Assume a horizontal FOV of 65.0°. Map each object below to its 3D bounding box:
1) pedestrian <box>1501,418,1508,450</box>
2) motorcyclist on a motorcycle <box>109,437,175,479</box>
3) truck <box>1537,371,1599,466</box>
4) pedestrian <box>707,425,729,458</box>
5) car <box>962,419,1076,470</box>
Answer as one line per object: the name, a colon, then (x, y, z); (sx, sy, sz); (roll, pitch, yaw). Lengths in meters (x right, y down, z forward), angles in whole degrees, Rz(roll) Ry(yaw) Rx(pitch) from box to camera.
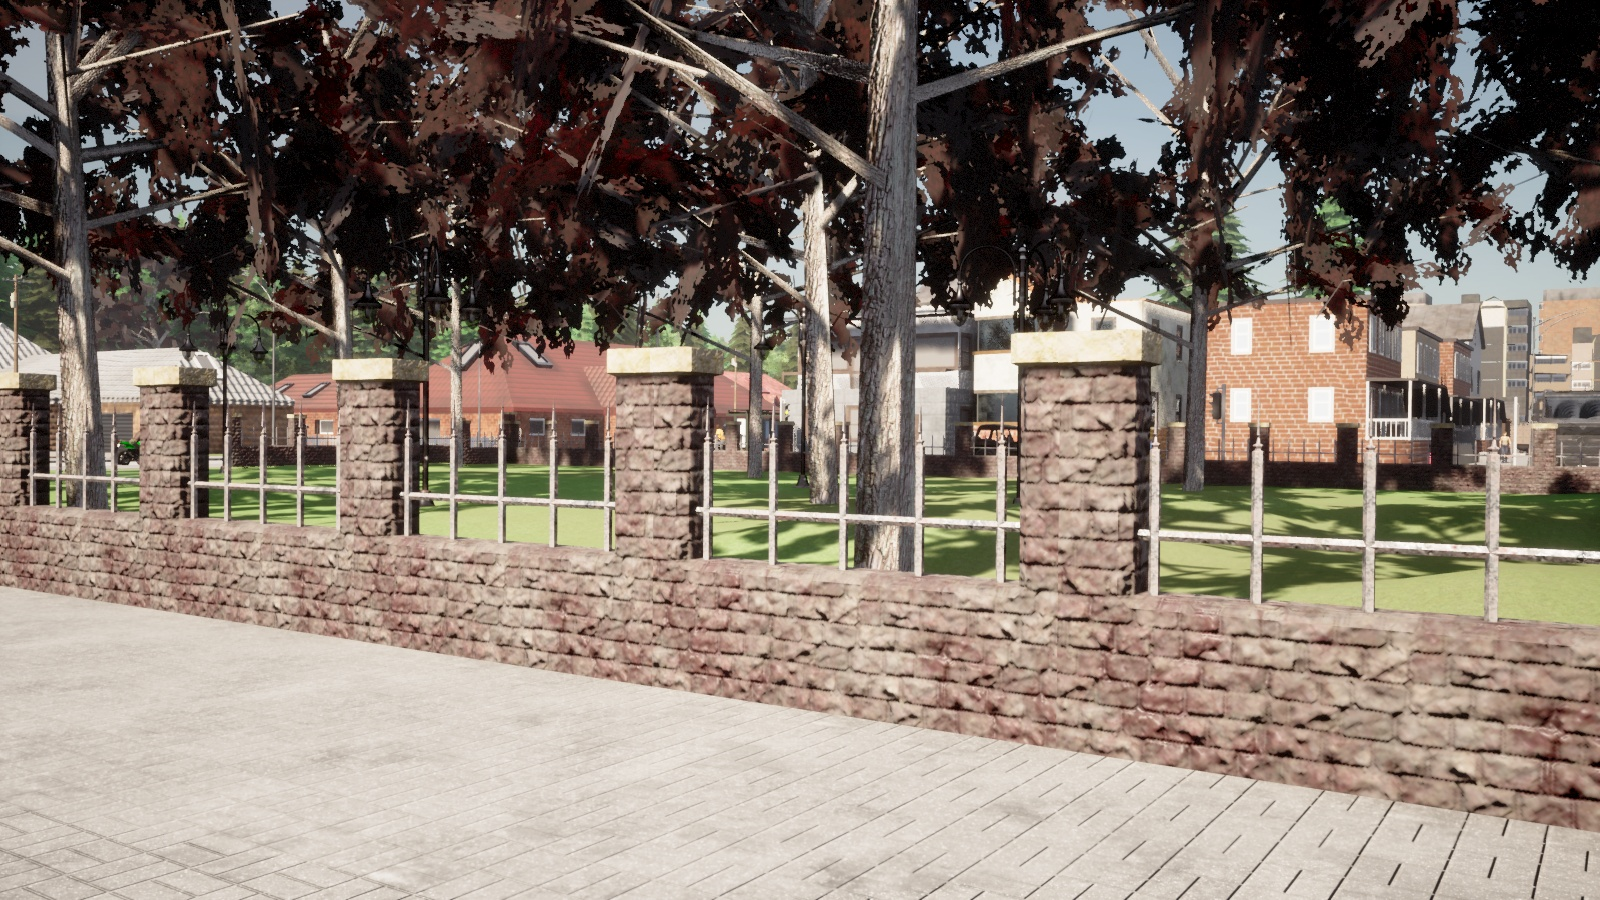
pedestrian: (40.536, -0.912, 72.250); (0.345, 1.836, 0.594); (0, 1, 33)
motorcyclist on a motorcycle: (-24.805, 0.291, 47.363); (0.797, 1.523, 2.044); (0, 1, 32)
truck: (31.077, -1.209, 49.677); (2.891, 3.462, 7.936); (0, 1, 34)
pedestrian: (-4.696, -0.500, 72.025); (0.900, 1.855, 0.874); (-1, 1, -42)
car: (8.383, -0.206, 48.138); (3.866, 1.878, 1.905); (0, 1, 32)
